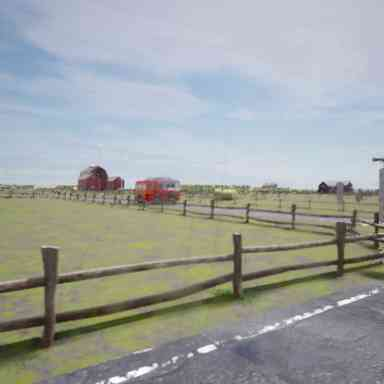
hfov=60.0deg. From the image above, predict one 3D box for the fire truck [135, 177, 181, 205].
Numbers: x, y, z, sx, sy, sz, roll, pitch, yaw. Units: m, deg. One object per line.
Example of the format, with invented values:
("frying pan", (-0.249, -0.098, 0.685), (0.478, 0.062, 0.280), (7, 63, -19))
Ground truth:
("fire truck", (-5.027, -0.183, 47.597), (2.891, 3.827, 8.468), (1, 0, -35))
